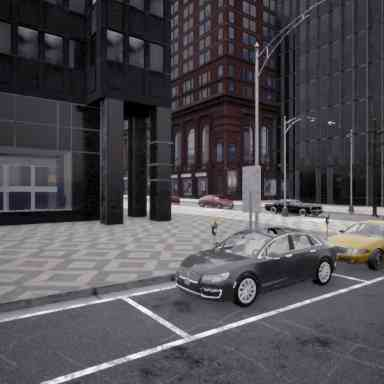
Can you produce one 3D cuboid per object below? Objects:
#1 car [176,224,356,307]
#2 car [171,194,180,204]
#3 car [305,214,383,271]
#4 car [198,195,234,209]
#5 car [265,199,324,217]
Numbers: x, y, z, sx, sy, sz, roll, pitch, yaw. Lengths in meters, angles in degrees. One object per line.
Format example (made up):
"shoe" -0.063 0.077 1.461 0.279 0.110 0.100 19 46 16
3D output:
"car" 1.678 1.551 7.863 4.403 1.369 2.008 0 0 -36
"car" -3.457 0.803 43.918 1.882 1.535 5.008 0 1 -36
"car" 6.019 1.526 10.978 4.829 1.417 1.752 0 0 -36
"car" 2.505 1.032 35.685 1.812 1.442 4.674 0 1 -36
"car" 8.398 1.293 27.566 1.895 1.301 4.718 0 1 -36
